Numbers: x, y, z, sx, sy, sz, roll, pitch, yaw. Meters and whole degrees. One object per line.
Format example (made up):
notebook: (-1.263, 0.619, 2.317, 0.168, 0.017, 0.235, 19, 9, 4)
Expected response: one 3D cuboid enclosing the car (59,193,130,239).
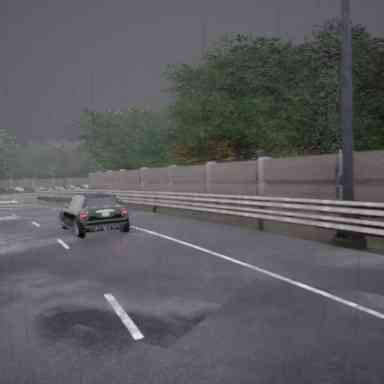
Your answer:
car: (-4.491, 0.852, 14.808, 2.097, 1.767, 4.553, -4, 3, -31)
